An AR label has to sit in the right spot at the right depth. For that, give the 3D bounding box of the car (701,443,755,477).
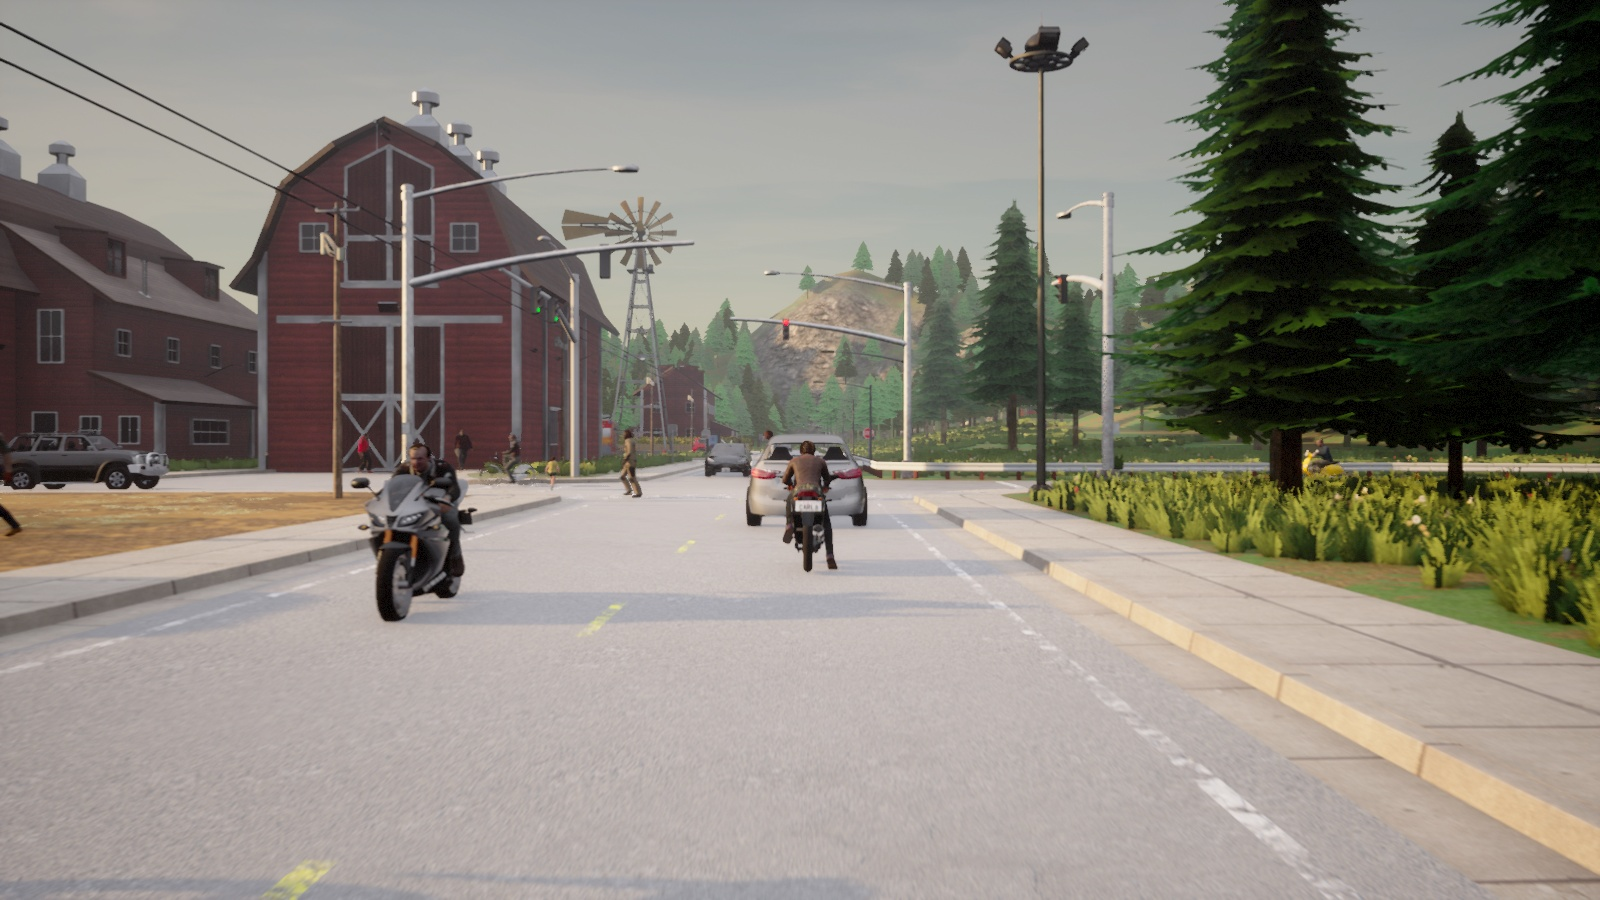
[{"bbox_3d":[-3.198,0.425,56.581,2.163,1.488,4.792,0,0,0],"label":"car"}]

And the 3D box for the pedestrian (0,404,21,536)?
[{"bbox_3d":[-11.169,0.271,17.148,0.328,1.805,0.869,0,0,23],"label":"pedestrian"}]

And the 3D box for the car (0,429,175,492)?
[{"bbox_3d":[-21.884,0.299,38.351,4.605,1.855,1.932,0,1,-1],"label":"car"}]

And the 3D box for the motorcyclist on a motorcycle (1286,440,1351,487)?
[{"bbox_3d":[17.490,0.448,42.367,1.817,1.590,0.866,0,0,-1],"label":"motorcyclist on a motorcycle"}]

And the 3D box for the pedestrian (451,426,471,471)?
[{"bbox_3d":[-14.017,-0.045,51.949,0.634,1.844,0.899,0,0,-26],"label":"pedestrian"}]

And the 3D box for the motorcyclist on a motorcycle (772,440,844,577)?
[{"bbox_3d":[0.092,0.644,14.935,0.797,1.523,2.044,0,0,0],"label":"motorcyclist on a motorcycle"}]

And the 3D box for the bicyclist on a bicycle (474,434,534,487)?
[{"bbox_3d":[-9.894,0.345,42.009,1.843,1.776,0.659,0,0,-1],"label":"bicyclist on a bicycle"}]

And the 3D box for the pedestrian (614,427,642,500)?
[{"bbox_3d":[-4.552,0.349,33.324,0.692,1.930,0.396,0,0,0],"label":"pedestrian"}]

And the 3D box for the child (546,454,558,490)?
[{"bbox_3d":[-7.713,0.676,39.047,0.255,1.110,0.394,0,0,8],"label":"child"}]

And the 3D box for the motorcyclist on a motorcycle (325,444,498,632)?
[{"bbox_3d":[-3.427,0.715,11.324,0.866,1.530,2.191,0,0,0],"label":"motorcyclist on a motorcycle"}]

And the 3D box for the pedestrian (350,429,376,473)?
[{"bbox_3d":[-18.701,0.044,53.774,0.899,1.844,0.634,0,0,-5],"label":"pedestrian"}]

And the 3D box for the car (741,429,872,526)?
[{"bbox_3d":[0.135,0.456,23.848,2.242,1.667,4.611,0,0,1],"label":"car"}]
